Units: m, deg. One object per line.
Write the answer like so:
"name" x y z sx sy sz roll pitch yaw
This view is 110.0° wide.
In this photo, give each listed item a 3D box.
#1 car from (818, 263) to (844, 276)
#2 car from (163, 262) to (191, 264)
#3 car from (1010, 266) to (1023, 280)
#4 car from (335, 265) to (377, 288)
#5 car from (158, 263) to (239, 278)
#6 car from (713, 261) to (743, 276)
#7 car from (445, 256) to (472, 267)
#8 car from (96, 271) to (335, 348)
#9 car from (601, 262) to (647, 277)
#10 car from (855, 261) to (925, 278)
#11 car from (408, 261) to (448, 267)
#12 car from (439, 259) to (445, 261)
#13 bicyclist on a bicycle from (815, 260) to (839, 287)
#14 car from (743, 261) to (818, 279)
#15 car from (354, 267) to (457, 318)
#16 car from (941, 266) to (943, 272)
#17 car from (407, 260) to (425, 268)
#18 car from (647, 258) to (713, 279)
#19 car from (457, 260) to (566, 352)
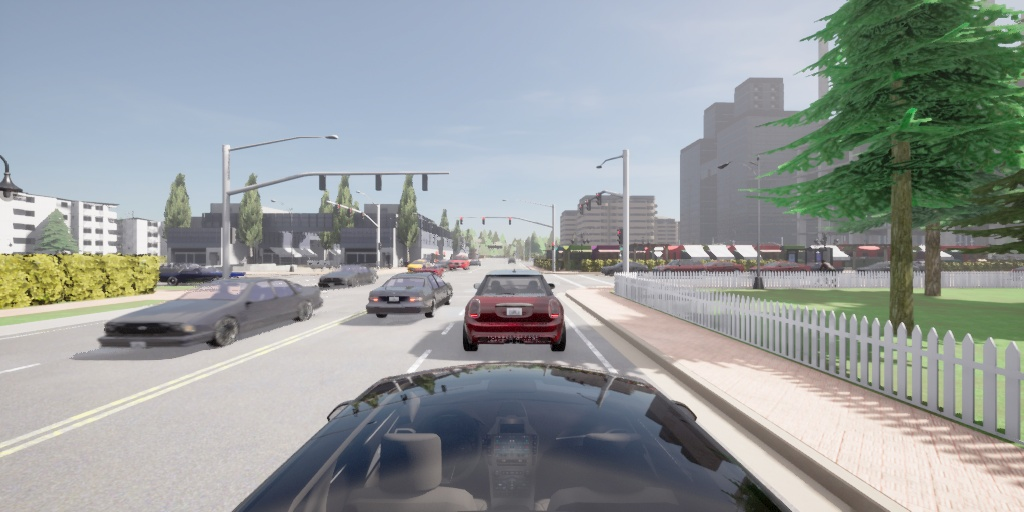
"car" 30.446 1.351 36.253 4.718 1.301 1.895 0 0 -1
"car" -25.396 1.241 27.753 4.902 1.511 2.128 0 0 -2
"car" 43.873 1.314 29.428 4.181 1.385 1.994 0 0 -3
"car" -10.607 1.297 23.746 2.033 1.411 5.357 0 0 0
"car" -20.886 1.351 24.358 4.718 1.301 1.895 0 0 -1
"car" 20.548 1.227 36.006 5.008 1.535 1.882 0 0 -1
"car" -7.110 0.971 48.612 2.150 2.045 5.566 0 0 0
"car" -7.103 1.297 9.474 2.033 1.411 5.357 0 0 0
"car" 11.223 1.276 35.750 4.674 1.442 1.812 0 0 -1
"car" 34.347 1.255 32.842 4.892 1.490 1.837 0 0 -1
"car" -7.109 1.351 30.753 1.895 1.301 4.718 0 0 0
"car" -10.608 1.242 55.250 2.128 1.511 4.902 0 0 0
"bicyclist on a bicycle" 18.787 1.052 21.472 0.582 1.620 1.656 0 0 -1
"car" 24.285 1.227 32.596 5.008 1.535 1.882 0 0 -1
"car" -3.421 1.297 12.947 2.033 1.411 5.357 0 0 0
"car" 40.671 1.241 36.480 4.902 1.511 2.128 0 0 -1
"car" -10.612 1.227 41.377 1.882 1.535 5.008 0 0 0
"car" 15.072 1.102 32.364 4.553 1.767 2.097 0 0 -1
"car" 0.062 1.102 9.112 2.097 1.767 4.553 0 0 0
